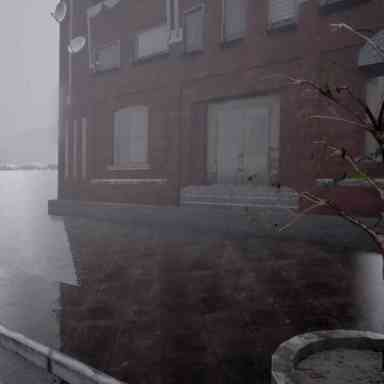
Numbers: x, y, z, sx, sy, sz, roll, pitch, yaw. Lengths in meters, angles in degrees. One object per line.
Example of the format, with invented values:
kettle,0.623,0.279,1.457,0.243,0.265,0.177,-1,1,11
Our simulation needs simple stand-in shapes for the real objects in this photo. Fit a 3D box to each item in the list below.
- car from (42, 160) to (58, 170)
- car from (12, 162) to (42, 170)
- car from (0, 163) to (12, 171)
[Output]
car,-16.708,-3.375,43.419,4.553,1.767,2.185,1,1,26
car,-21.789,-3.372,45.860,4.892,1.521,2.231,1,1,27
car,-26.622,-3.435,48.317,4.674,1.452,2.002,1,1,28
